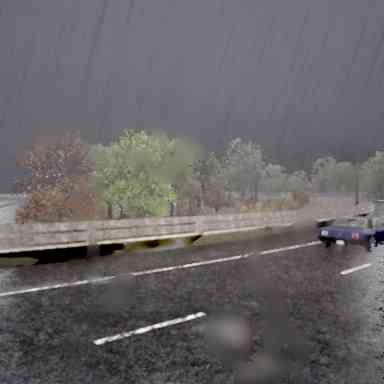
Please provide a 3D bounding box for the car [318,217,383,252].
[{"bbox_3d":[7.519,1.740,14.765,4.718,1.301,1.895,1,0,-43],"label":"car"}]
